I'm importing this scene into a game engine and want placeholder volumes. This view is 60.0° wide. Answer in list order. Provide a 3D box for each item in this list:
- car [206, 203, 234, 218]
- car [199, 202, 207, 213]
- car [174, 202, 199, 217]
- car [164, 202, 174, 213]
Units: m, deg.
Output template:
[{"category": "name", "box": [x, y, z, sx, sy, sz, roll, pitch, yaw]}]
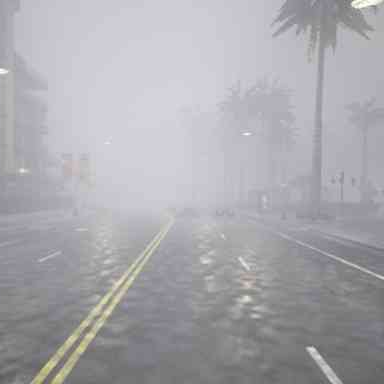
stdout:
[{"category": "car", "box": [3.063, 2.032, 35.170, 1.895, 1.301, 4.718, 0, -1, -6]}, {"category": "car", "box": [1.488, 2.101, 45.180, 2.033, 1.411, 5.357, 0, -1, -14]}, {"category": "car", "box": [-0.697, 1.978, 36.870, 1.812, 1.442, 4.674, 0, -1, -7]}, {"category": "car", "box": [-2.558, 2.096, 46.587, 1.812, 1.442, 4.674, 0, -1, -16]}]
